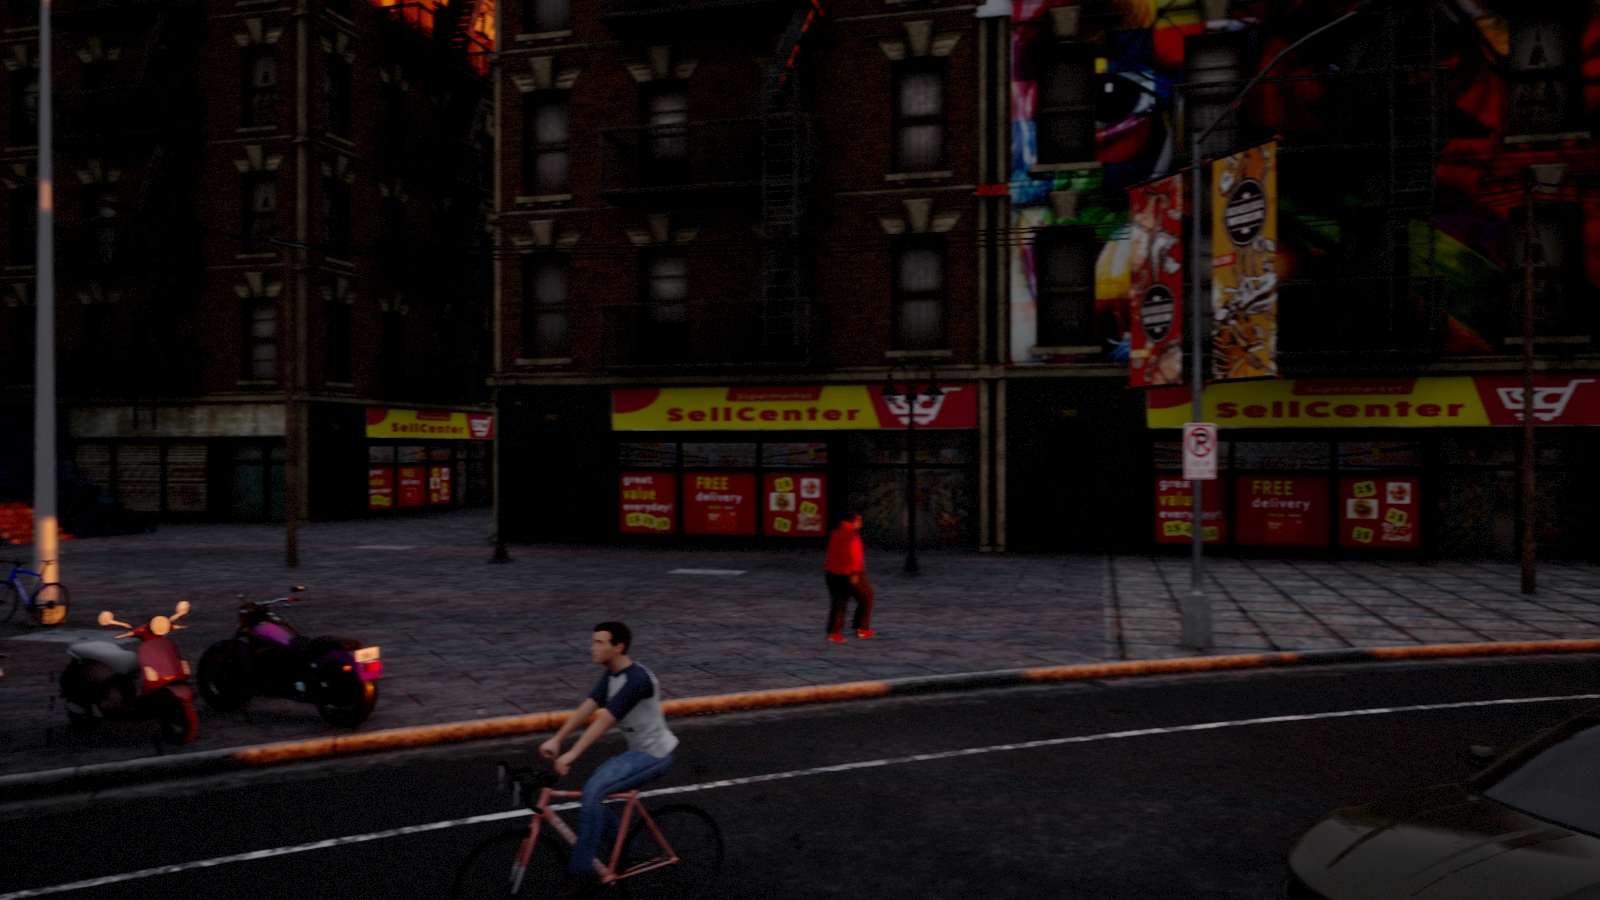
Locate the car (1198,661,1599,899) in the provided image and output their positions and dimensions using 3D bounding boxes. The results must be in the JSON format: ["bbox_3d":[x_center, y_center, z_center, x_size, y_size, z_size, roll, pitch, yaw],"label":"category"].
[{"bbox_3d":[4.748,2.032,5.719,5.006,1.535,2.097,0,0,-20],"label":"car"}]

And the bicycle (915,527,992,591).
[{"bbox_3d":[3.131,2.198,23.205,1.643,1.196,0.373,0,1,-29],"label":"bicycle"}]

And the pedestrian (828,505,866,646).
[{"bbox_3d":[0.638,1.691,15.532,0.375,1.860,0.375,0,0,-28],"label":"pedestrian"}]
